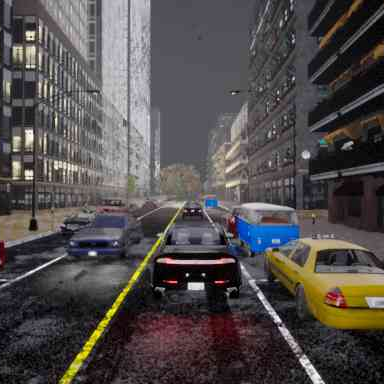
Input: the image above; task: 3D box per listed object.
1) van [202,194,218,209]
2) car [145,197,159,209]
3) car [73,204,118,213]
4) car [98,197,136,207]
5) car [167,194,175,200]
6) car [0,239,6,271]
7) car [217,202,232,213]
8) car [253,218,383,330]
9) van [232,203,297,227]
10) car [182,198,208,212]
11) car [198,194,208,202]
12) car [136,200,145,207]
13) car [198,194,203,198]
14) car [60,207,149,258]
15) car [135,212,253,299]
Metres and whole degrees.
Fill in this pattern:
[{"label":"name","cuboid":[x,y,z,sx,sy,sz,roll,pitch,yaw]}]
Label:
[{"label":"van","cuboid":[2.659,1.356,46.445,1.690,1.788,3.998,1,0,0]},{"label":"car","cuboid":[-5.723,1.455,46.430,1.967,1.590,4.097,1,0,0]},{"label":"car","cuboid":[-5.697,1.556,18.143,2.008,1.369,4.403,1,0,0]},{"label":"car","cuboid":[-5.699,1.322,23.800,2.192,1.841,5.009,1,0,0]},{"label":"car","cuboid":[-5.773,1.347,91.688,2.192,1.841,5.009,1,0,0]},{"label":"car","cuboid":[-5.685,1.547,6.829,1.887,1.381,4.507,1,0,0]},{"label":"car","cuboid":[2.685,1.446,18.158,1.967,1.590,4.097,1,0,0]},{"label":"car","cuboid":[2.695,1.527,7.014,1.752,1.417,4.829,1,0,0]},{"label":"van","cuboid":[2.692,1.345,12.501,1.690,1.788,3.998,1,0,0]},{"label":"car","cuboid":[0.067,1.557,28.956,2.033,1.411,5.357,0,0,0]},{"label":"car","cuboid":[2.625,1.343,80.389,2.192,1.841,5.009,1,0,0]},{"label":"car","cuboid":[-5.708,1.575,29.457,1.947,1.339,4.313,1,0,0]},{"label":"car","cuboid":[2.633,1.574,69.073,2.008,1.369,4.403,1,0,0]},{"label":"car","cuboid":[-3.115,1.551,13.084,2.033,1.411,5.357,0,0,0]},{"label":"car","cuboid":[0.087,1.494,8.440,2.128,1.511,4.902,0,0,0]}]
